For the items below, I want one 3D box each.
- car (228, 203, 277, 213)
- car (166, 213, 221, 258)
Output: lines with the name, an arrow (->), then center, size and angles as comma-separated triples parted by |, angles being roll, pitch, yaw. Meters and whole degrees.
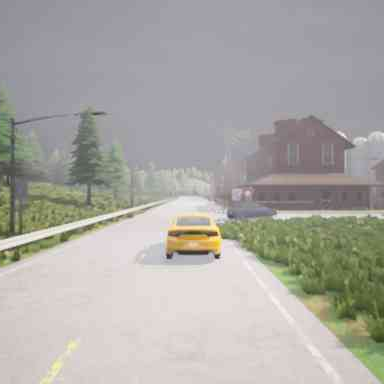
car -> 5.028, 1.568, 27.805 | 4.181, 1.385, 1.994 | -1, 0, -25
car -> 0.058, 1.541, 13.067 | 1.882, 1.535, 5.008 | 0, 0, 0
